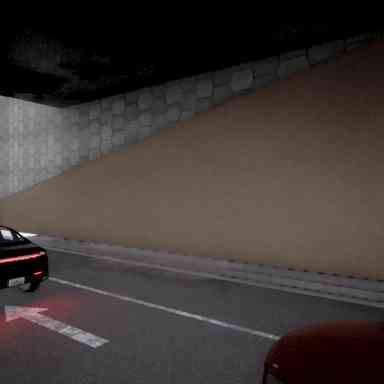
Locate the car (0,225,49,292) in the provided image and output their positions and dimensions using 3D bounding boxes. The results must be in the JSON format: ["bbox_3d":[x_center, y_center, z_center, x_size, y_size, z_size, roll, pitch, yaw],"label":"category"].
[{"bbox_3d":[-5.305,1.492,7.728,4.902,1.511,2.128,0,0,35],"label":"car"}]

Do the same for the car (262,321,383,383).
[{"bbox_3d":[2.702,1.526,1.957,4.674,1.442,1.812,0,0,36],"label":"car"}]
